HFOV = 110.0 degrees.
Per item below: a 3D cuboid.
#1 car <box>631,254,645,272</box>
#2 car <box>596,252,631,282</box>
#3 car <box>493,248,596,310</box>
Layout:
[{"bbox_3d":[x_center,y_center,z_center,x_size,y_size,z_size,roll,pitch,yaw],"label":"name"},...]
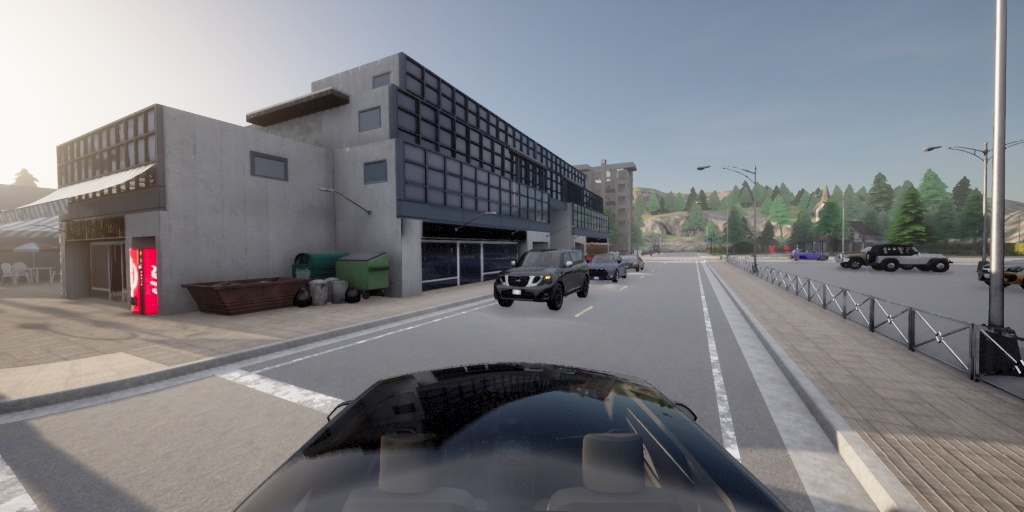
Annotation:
[{"bbox_3d":[10.493,0.567,31.731,1.812,1.442,4.674,0,1,27],"label":"car"},{"bbox_3d":[5.853,0.633,22.611,2.097,1.767,4.553,0,1,27],"label":"car"},{"bbox_3d":[1.397,0.733,13.841,2.150,2.045,5.566,0,1,27],"label":"car"}]
